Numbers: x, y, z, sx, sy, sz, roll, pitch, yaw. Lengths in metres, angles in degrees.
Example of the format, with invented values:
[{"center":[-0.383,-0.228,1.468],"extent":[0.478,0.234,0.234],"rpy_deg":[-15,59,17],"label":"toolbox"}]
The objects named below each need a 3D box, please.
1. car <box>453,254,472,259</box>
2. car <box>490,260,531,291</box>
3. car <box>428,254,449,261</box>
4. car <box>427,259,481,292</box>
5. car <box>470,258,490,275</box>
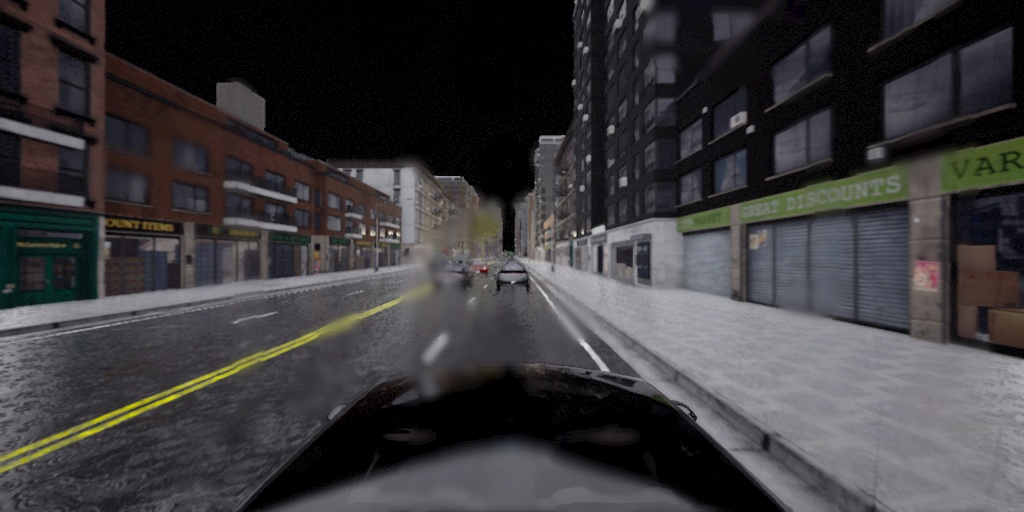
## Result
[{"center":[-6.534,0.732,48.162],"extent":[2.150,2.045,5.566],"rpy_deg":[0,0,0],"label":"car"},{"center":[0.068,1.143,21.038],"extent":[2.128,1.511,4.902],"rpy_deg":[0,0,0],"label":"car"},{"center":[-9.786,0.736,48.052],"extent":[2.150,2.045,5.566],"rpy_deg":[0,0,0],"label":"car"},{"center":[-3.161,1.149,20.255],"extent":[2.128,1.511,4.902],"rpy_deg":[0,0,0],"label":"car"},{"center":[-3.173,1.173,35.946],"extent":[1.895,1.301,4.718],"rpy_deg":[0,0,0],"label":"car"}]
